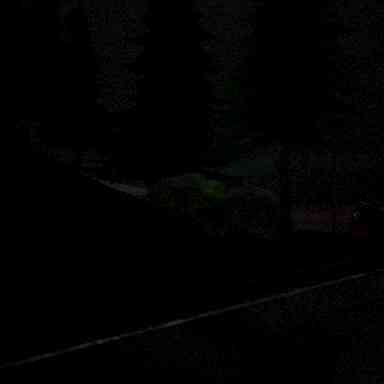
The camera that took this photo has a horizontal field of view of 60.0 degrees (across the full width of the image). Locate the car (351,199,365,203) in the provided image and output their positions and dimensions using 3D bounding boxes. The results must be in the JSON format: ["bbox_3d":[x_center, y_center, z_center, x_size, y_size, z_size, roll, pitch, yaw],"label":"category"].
[{"bbox_3d":[23.963,2.039,52.366,2.150,2.045,5.566,1,0,-36],"label":"car"}]

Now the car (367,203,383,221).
[{"bbox_3d":[17.462,2.123,31.263,1.812,1.442,4.674,1,-1,-36],"label":"car"}]

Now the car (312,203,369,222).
[{"bbox_3d":[13.274,2.031,31.041,1.882,1.535,5.008,1,-1,-36],"label":"car"}]

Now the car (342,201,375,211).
[{"bbox_3d":[28.781,2.429,57.637,1.812,1.442,4.674,1,0,-36],"label":"car"}]
